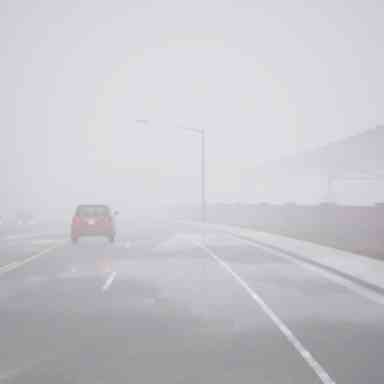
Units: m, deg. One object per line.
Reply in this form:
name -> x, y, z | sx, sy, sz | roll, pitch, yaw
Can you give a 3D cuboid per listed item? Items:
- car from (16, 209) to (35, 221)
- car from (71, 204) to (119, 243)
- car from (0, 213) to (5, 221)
car -> -24.820, 3.377, 49.467 | 2.097, 1.767, 4.553 | 1, -3, -34
car -> -5.432, 1.682, 18.908 | 2.150, 2.045, 5.566 | 0, -2, -11
car -> -29.938, 3.724, 50.624 | 1.994, 1.385, 4.181 | 1, -3, -39
